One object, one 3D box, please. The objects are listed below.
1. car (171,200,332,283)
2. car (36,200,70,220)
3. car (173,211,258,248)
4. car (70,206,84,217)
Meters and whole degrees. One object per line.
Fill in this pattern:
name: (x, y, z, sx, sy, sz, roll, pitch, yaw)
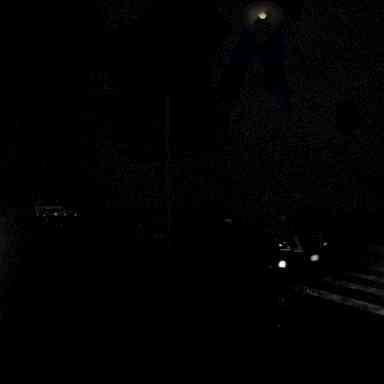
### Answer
car: (1.447, 1.297, 10.415, 2.150, 2.045, 5.566, 0, -1, -34)
car: (-14.418, 1.802, 33.703, 2.150, 2.045, 5.566, 0, -1, -34)
car: (1.010, 1.711, 16.289, 1.994, 1.385, 4.181, 0, -1, -34)
car: (-14.052, 2.250, 38.369, 1.895, 1.301, 4.718, 0, -1, -34)
